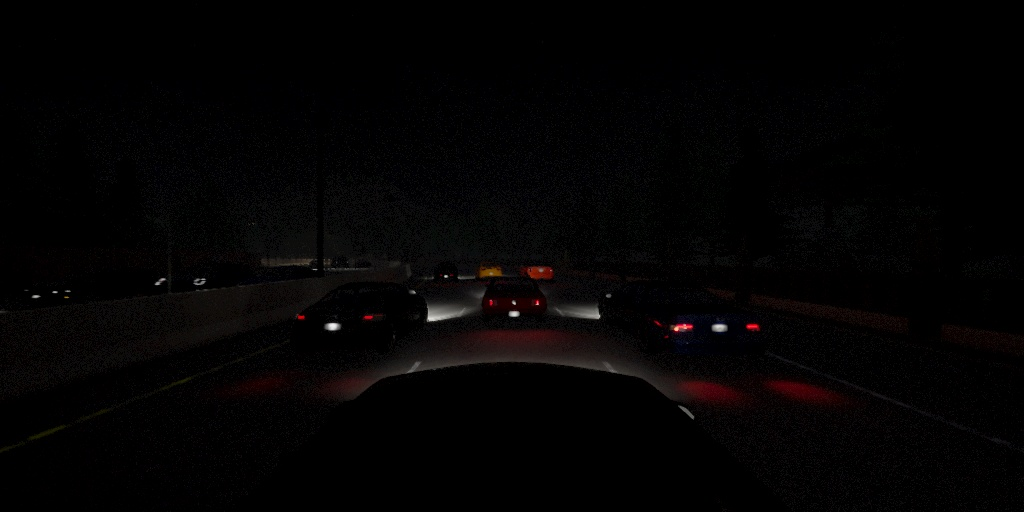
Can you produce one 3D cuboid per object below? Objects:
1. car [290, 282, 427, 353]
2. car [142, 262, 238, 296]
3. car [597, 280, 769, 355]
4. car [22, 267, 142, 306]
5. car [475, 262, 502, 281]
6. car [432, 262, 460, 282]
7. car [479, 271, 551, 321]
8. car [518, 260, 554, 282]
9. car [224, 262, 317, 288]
[{"bbox_3d":[-3.435,1.314,8.833,1.994,1.385,4.181,0,0,-1],"label":"car"},{"bbox_3d":[-14.530,1.103,17.372,2.097,1.767,4.553,0,0,-5],"label":"car"},{"bbox_3d":[3.574,1.298,8.733,2.033,1.411,5.357,0,0,-1],"label":"car"},{"bbox_3d":[-17.873,1.255,15.790,1.837,1.490,4.892,1,0,-4],"label":"car"},{"bbox_3d":[-2.065,1.229,30.496,1.882,1.535,5.008,0,0,-10],"label":"car"},{"bbox_3d":[-5.340,1.256,29.032,1.837,1.490,4.892,0,0,-10],"label":"car"},{"bbox_3d":[-0.009,1.351,12.396,1.895,1.301,4.718,0,0,-2],"label":"car"},{"bbox_3d":[1.805,1.103,28.652,2.097,1.767,4.553,0,0,-10],"label":"car"},{"bbox_3d":[-10.982,1.228,17.318,1.882,1.535,5.008,0,0,-4],"label":"car"}]
